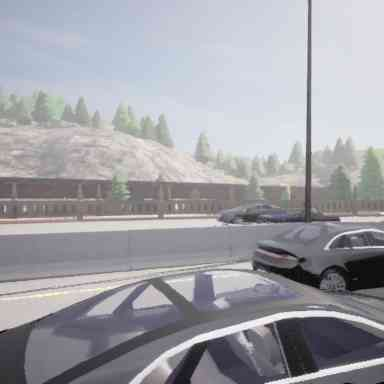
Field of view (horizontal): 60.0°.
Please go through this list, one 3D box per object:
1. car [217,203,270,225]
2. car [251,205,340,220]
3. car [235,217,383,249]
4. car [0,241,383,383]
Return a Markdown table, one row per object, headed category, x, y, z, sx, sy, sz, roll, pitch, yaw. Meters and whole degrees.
| category | x | y | z | sx | sy | sz | roll | pitch | yaw |
| --- | --- | --- | --- | --- | --- | --- | --- | --- | --- |
| car | 4.128 | 1.505 | 22.744 | 4.902 | 1.511 | 2.128 | 0 | 0 | -16 |
| car | 6.228 | 1.614 | 19.764 | 4.718 | 1.301 | 1.895 | 0 | 0 | -16 |
| car | 3.745 | 1.491 | 7.778 | 4.902 | 1.511 | 2.128 | 0 | 0 | -20 |
| car | 0.596 | 1.489 | 2.877 | 4.902 | 1.511 | 2.128 | 0 | 0 | -23 |
